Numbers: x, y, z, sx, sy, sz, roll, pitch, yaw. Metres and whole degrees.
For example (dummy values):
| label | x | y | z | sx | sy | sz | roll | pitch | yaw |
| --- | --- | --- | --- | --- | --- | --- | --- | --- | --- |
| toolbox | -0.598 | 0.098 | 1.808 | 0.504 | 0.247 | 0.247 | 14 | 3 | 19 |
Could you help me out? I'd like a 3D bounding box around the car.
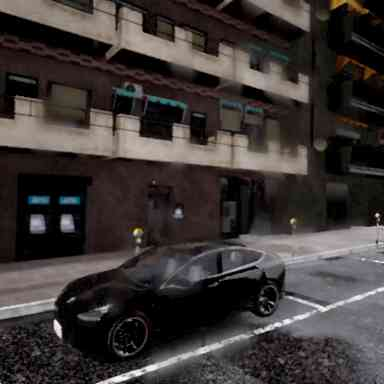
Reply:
| label | x | y | z | sx | sy | sz | roll | pitch | yaw |
| --- | --- | --- | --- | --- | --- | --- | --- | --- | --- |
| car | -0.124 | 1.583 | 5.987 | 4.313 | 1.339 | 1.947 | 0 | 1 | -35 |
